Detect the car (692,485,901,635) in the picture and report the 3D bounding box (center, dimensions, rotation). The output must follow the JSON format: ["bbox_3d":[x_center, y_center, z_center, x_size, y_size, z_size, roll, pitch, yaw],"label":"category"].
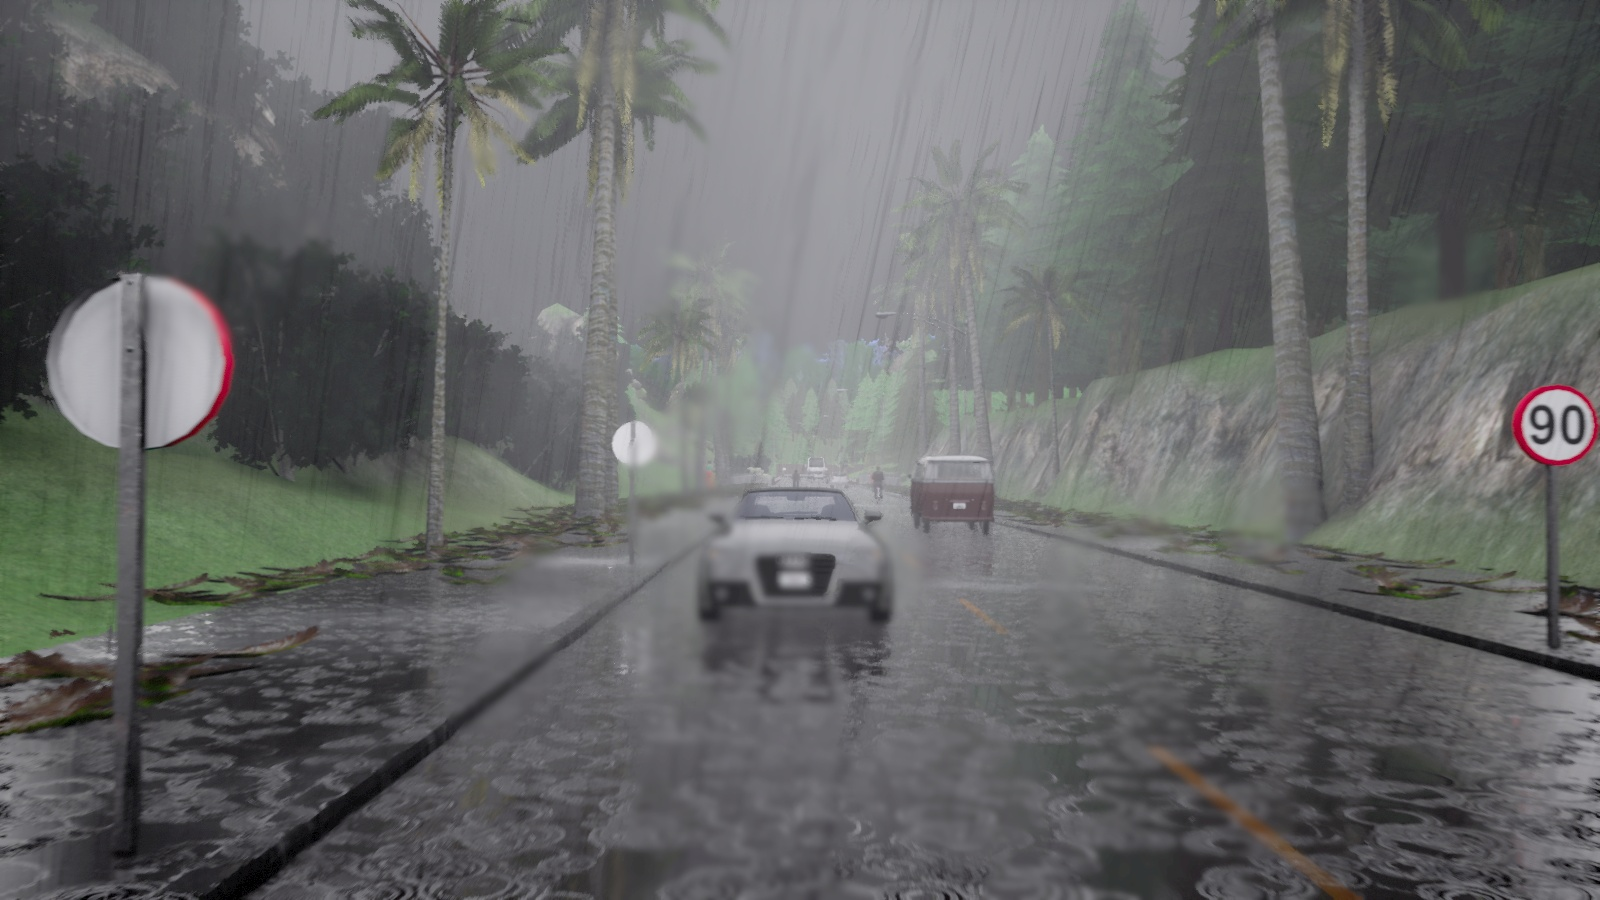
[{"bbox_3d":[-0.039,1.115,14.149,1.994,1.385,4.181,0,-1,0],"label":"car"}]

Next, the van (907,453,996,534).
[{"bbox_3d":[3.909,1.104,33.039,1.775,1.987,4.442,0,-1,0],"label":"van"}]
